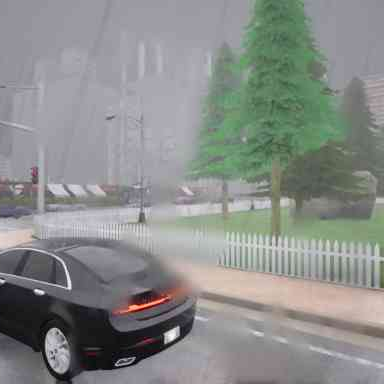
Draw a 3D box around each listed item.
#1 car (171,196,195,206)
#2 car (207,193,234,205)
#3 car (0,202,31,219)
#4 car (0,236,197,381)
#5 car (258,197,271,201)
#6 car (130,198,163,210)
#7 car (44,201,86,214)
[{"bbox_3d":[-1.430,1.477,54.633,1.882,1.535,5.008,0,0,34],"label":"car"},{"bbox_3d":[5.430,1.281,58.458,2.150,2.045,5.566,0,0,34],"label":"car"},{"bbox_3d":[-15.921,1.547,26.857,2.033,1.411,5.357,0,0,34],"label":"car"},{"bbox_3d":[-2.211,1.505,5.505,4.892,1.490,1.837,0,0,36],"label":"car"},{"bbox_3d":[12.639,1.564,56.459,1.994,1.385,4.181,0,0,34],"label":"car"},{"bbox_3d":[-5.679,1.491,42.093,2.128,1.511,4.902,0,0,34],"label":"car"},{"bbox_3d":[-13.932,1.601,36.089,1.895,1.301,4.718,0,0,34],"label":"car"}]
